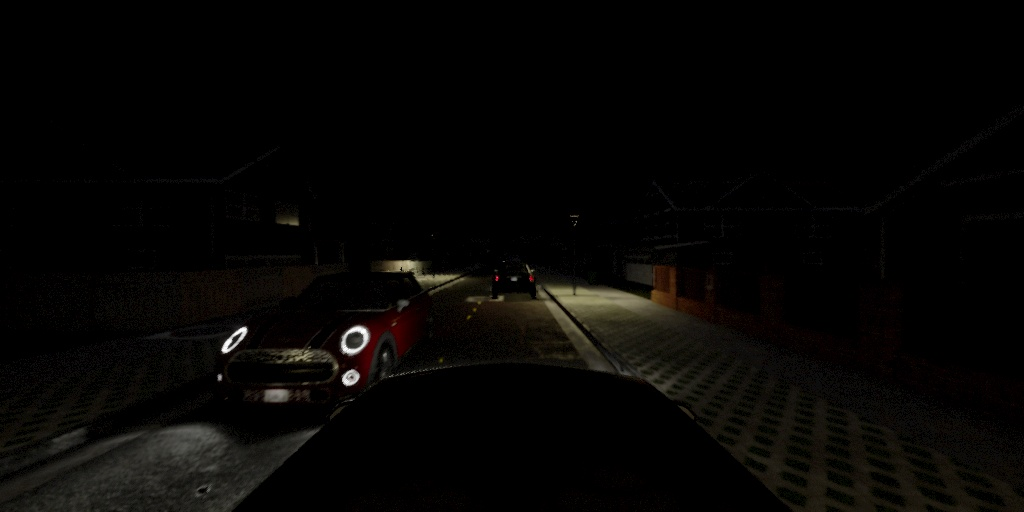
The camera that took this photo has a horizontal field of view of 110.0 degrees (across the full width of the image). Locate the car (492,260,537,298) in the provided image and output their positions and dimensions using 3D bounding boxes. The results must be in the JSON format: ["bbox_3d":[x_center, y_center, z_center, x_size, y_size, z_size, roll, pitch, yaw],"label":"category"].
[{"bbox_3d":[0.098,1.084,18.524,2.097,1.767,4.553,0,0,0],"label":"car"}]

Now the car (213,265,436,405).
[{"bbox_3d":[-2.852,1.097,6.581,2.097,1.767,4.553,0,0,0],"label":"car"}]
